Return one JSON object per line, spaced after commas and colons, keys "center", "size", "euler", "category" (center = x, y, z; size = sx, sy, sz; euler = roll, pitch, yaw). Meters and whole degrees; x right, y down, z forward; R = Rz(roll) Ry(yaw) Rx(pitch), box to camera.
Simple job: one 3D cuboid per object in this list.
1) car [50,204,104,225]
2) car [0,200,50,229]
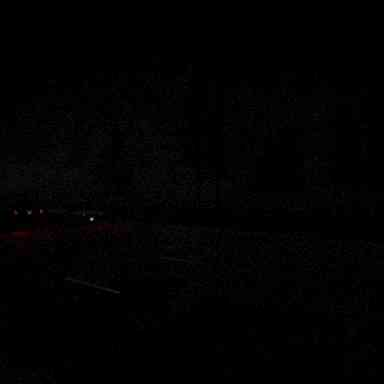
{"center": [-8.442, 1.519, 23.432], "size": [4.718, 1.301, 1.895], "euler": [0, 0, 37], "category": "car"}
{"center": [-11.514, 1.278, 21.350], "size": [4.553, 1.767, 2.097], "euler": [0, 0, 37], "category": "car"}
